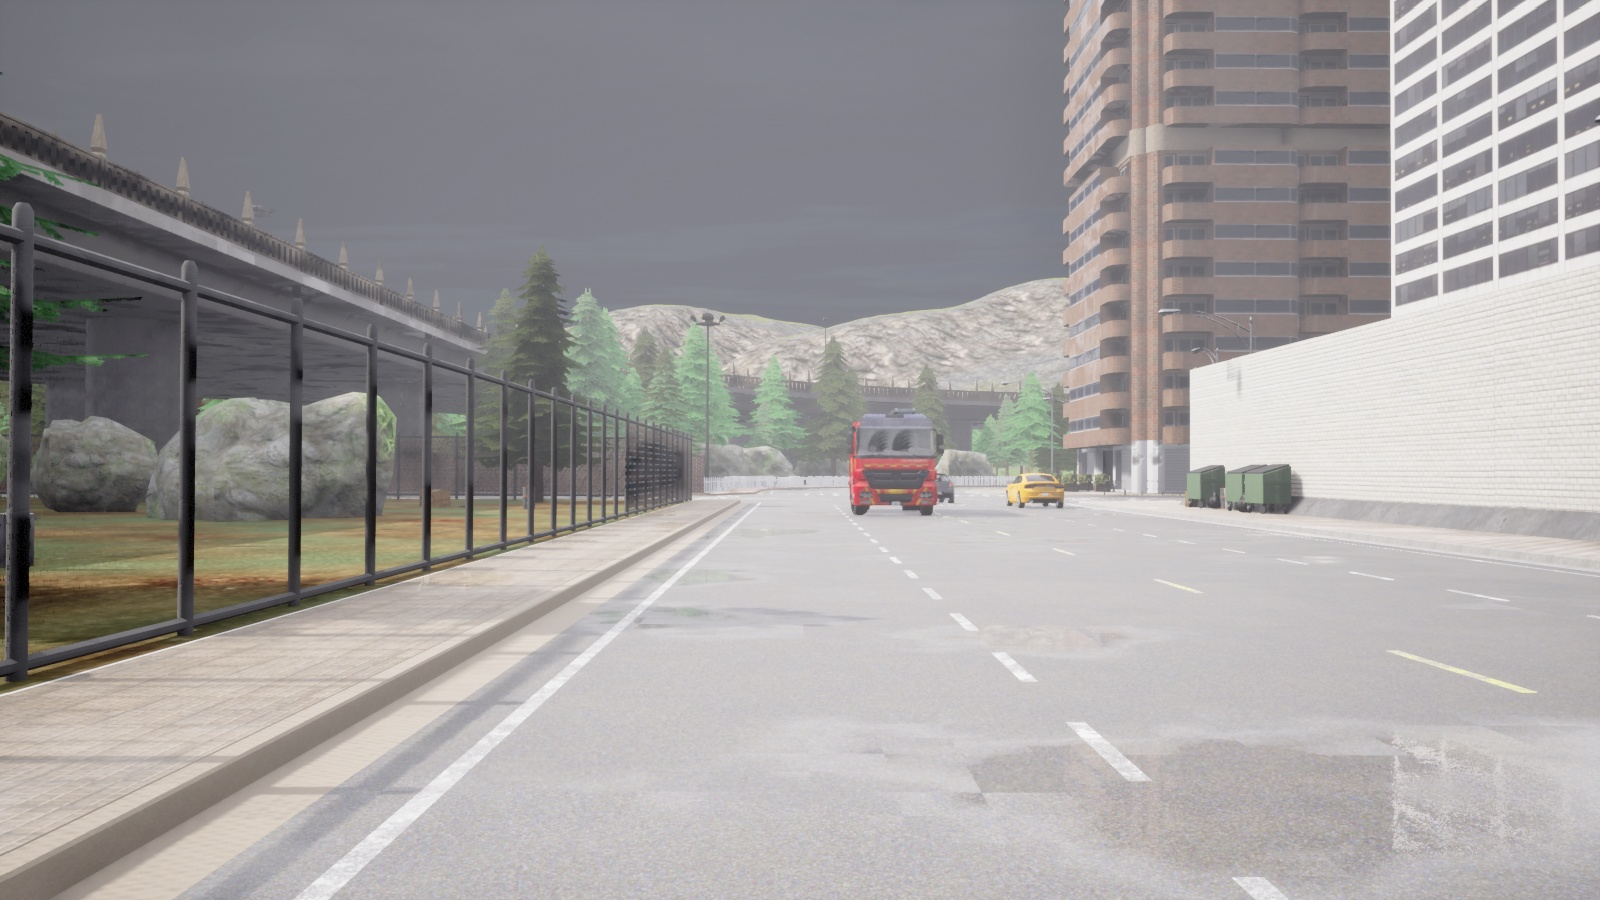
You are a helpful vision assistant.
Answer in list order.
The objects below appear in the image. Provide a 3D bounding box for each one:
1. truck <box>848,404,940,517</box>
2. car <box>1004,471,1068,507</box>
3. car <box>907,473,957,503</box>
[{"bbox_3d":[3.346,0.419,46.740,2.891,3.827,8.468,0,-1,1],"label":"truck"},{"bbox_3d":[10.344,1.679,55.419,1.882,1.535,5.008,0,-1,0],"label":"car"},{"bbox_3d":[6.597,1.902,63.112,1.845,1.501,3.633,0,-2,-6],"label":"car"}]
